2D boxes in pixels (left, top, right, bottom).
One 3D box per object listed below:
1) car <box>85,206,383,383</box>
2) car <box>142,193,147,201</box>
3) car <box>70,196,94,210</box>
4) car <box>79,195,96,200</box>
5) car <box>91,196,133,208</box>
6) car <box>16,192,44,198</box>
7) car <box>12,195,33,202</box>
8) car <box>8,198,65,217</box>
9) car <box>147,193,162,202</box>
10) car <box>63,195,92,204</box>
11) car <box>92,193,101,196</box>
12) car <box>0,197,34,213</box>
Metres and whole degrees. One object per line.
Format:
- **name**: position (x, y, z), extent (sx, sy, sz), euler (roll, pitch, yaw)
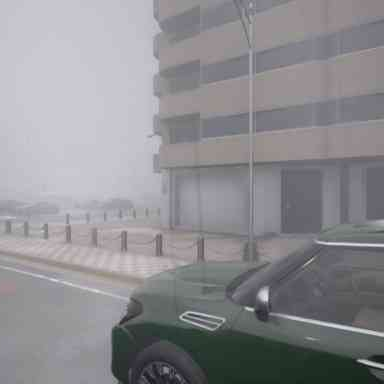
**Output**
- **car**: position (1.804, 1.221, 2.717), extent (5.566, 2.045, 2.150), euler (0, 0, 35)
- **car**: position (-9.592, 1.211, 76.199), extent (1.905, 1.878, 3.866), euler (0, 0, 35)
- **car**: position (-12.754, 1.618, 42.219), extent (1.994, 1.385, 4.181), euler (0, 0, 35)
- **car**: position (-28.032, 1.451, 89.124), extent (1.970, 1.475, 3.806), euler (0, 0, 35)
- **car**: position (-9.405, 1.547, 40.901), extent (2.128, 1.511, 4.902), euler (0, 0, 35)
- **car**: position (-35.725, 1.208, 73.103), extent (1.932, 1.855, 4.605), euler (0, 0, 35)
- **car**: position (-38.058, 1.419, 74.821), extent (1.784, 1.438, 3.905), euler (0, 0, 35)
- **car**: position (-15.178, 1.619, 32.627), extent (1.994, 1.385, 4.181), euler (0, 0, 35)
- **car**: position (-7.255, 1.209, 74.491), extent (1.932, 1.855, 4.605), euler (0, 0, 35)
- **car**: position (-21.847, 1.451, 63.463), extent (1.970, 1.475, 3.806), euler (0, 0, 35)
- **car**: position (-25.669, 1.211, 87.450), extent (1.905, 1.878, 3.866), euler (0, 0, 35)
- **car**: position (-18.916, 1.547, 33.385), extent (2.128, 1.511, 4.902), euler (0, 0, 35)
